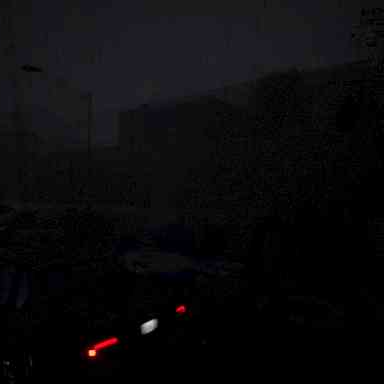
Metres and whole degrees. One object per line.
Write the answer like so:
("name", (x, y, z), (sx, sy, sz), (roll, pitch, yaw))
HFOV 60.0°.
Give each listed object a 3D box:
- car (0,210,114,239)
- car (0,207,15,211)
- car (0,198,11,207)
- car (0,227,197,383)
("car", (-4.795, 1.518, 12.867), (2.163, 1.488, 4.792), (1, -1, 15))
("car", (-7.241, 1.529, 14.636), (2.002, 1.452, 4.674), (0, -1, 15))
("car", (-9.675, 1.363, 16.342), (2.185, 1.767, 4.553), (0, -1, 15))
("car", (-2.516, 1.547, 5.169), (5.357, 1.411, 2.033), (0, 0, 35))
